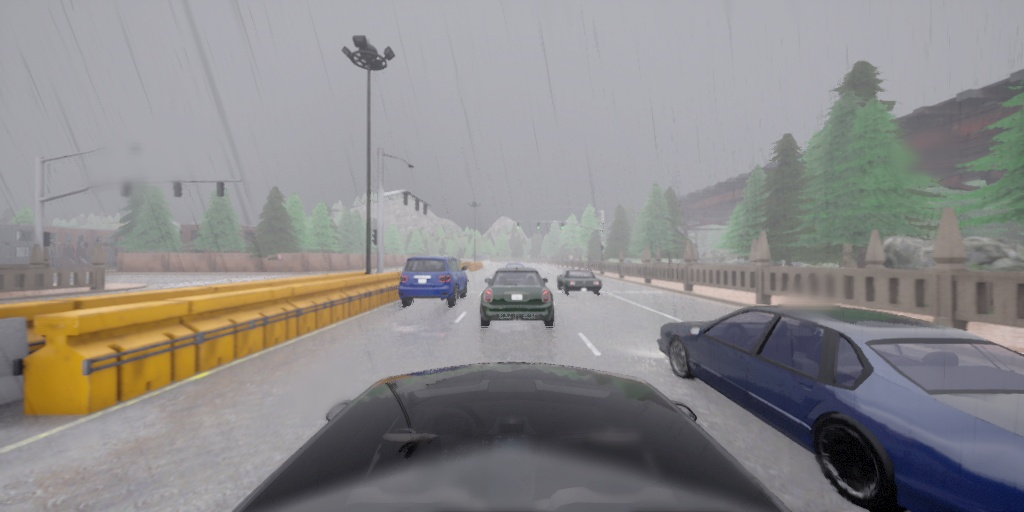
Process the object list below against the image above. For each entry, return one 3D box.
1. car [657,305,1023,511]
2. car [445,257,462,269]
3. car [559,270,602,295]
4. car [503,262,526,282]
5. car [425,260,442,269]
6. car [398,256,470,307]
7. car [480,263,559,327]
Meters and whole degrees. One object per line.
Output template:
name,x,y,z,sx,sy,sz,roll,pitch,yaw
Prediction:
car,3.613,1.308,4.241,2.033,1.411,5.357,0,0,0
car,-10.243,1.235,63.147,2.150,2.045,5.566,0,0,1
car,3.683,1.432,20.502,1.895,1.301,4.718,0,0,0
car,0.236,1.356,31.573,1.882,1.535,5.008,0,0,0
car,-13.744,1.518,63.144,1.837,1.490,4.892,0,0,1
car,-3.338,1.034,16.079,2.150,2.045,5.566,0,0,0
car,0.147,1.145,11.838,2.097,1.767,4.553,0,0,0
